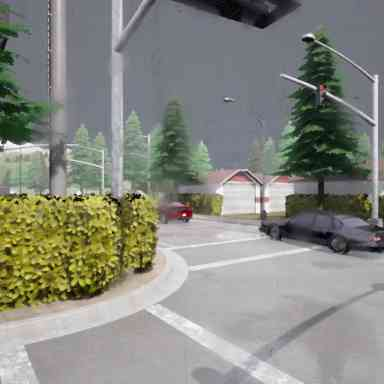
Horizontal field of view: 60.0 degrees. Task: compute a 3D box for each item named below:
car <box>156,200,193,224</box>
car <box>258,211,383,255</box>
[{"bbox_3d":[-1.934,1.304,23.388,1.882,1.535,5.008,-1,1,-35],"label":"car"},{"bbox_3d":[5.224,1.475,13.454,2.033,1.411,5.357,0,3,-35],"label":"car"}]
